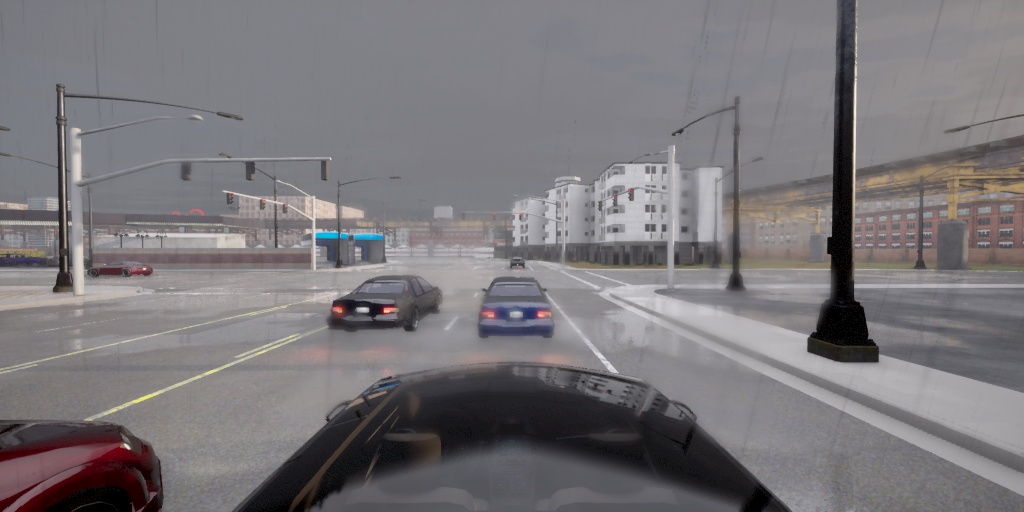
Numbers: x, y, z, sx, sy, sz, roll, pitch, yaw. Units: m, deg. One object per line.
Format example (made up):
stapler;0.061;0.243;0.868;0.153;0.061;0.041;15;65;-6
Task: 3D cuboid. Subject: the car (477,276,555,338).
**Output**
car;0.088;1.280;10.107;2.033;1.411;5.357;0;0;0

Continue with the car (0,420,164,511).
car;-3.394;1.314;0.711;1.994;1.385;4.181;0;0;-1

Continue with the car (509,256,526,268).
car;0.695;0.771;46.193;1.837;1.490;4.892;0;1;0

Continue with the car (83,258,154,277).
car;-33.766;1.084;30.947;4.181;1.385;1.994;0;1;-1

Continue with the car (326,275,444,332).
car;-3.408;1.274;10.708;2.033;1.411;5.357;0;0;0
